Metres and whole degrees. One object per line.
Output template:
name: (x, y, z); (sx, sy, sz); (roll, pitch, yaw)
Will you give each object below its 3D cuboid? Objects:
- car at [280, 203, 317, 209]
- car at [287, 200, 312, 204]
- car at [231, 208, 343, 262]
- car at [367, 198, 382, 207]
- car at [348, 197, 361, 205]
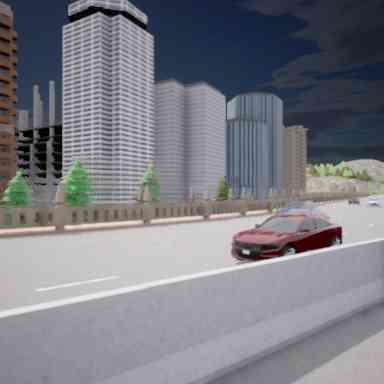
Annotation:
car: (6.514, 1.602, 19.443); (1.812, 1.442, 4.674); (0, 0, 43)
car: (8.673, 1.459, 27.263); (2.097, 1.767, 4.553); (0, 0, 38)
car: (3.457, 1.525, 11.596); (5.008, 1.535, 1.882); (0, 0, -42)
car: (29.636, 1.717, 54.134); (1.812, 1.442, 4.674); (0, 0, 31)
car: (30.786, 1.726, 63.038); (1.837, 1.490, 4.892); (0, 0, 30)
